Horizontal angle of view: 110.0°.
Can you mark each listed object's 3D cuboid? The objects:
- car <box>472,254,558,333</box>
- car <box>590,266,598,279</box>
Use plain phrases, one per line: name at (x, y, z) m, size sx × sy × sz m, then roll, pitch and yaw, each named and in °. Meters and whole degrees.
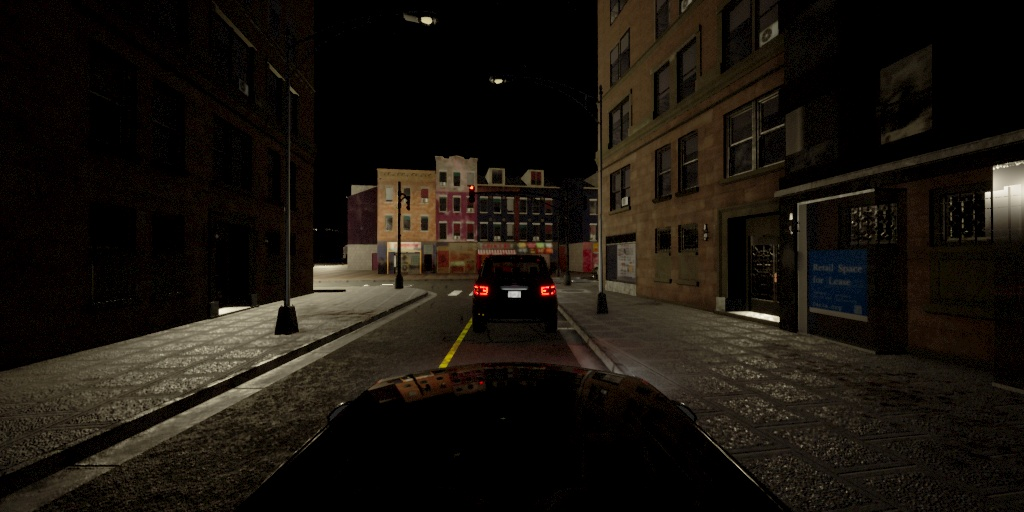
car at (0.098, 0.972, 10.899) m, size 2.150 × 2.045 × 5.566 m, roll 0°, pitch 0°, yaw 1°
car at (8.890, 1.090, 29.904) m, size 4.553 × 1.767 × 2.097 m, roll 0°, pitch 0°, yaw -10°
